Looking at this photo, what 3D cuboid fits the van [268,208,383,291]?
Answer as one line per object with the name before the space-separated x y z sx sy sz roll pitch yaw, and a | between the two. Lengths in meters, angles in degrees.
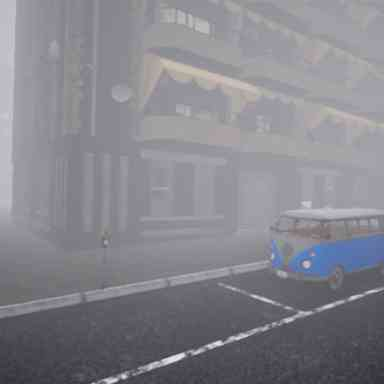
van | 3.767 1.336 8.711 3.998 1.788 1.690 0 2 -35
